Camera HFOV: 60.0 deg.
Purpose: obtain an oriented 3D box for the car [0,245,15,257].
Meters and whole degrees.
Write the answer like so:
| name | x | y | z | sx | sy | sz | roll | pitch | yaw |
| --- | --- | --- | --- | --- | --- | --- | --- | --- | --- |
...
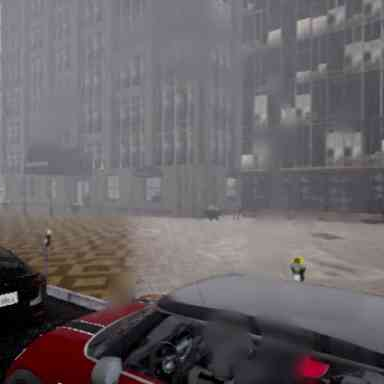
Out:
| name | x | y | z | sx | sy | sz | roll | pitch | yaw |
| --- | --- | --- | --- | --- | --- | --- | --- | --- | --- |
| car | -4.345 | 1.582 | 5.963 | 4.313 | 1.339 | 1.947 | 0 | 0 | 36 |

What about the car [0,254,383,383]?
| name | x | y | z | sx | sy | sz | roll | pitch | yaw |
| --- | --- | --- | --- | --- | --- | --- | --- | --- | --- |
| car | 0.248 | 1.443 | 2.686 | 4.097 | 1.590 | 1.967 | 0 | 0 | 36 |
